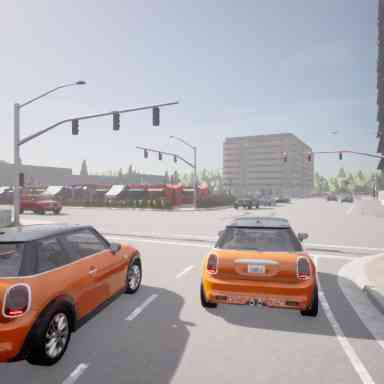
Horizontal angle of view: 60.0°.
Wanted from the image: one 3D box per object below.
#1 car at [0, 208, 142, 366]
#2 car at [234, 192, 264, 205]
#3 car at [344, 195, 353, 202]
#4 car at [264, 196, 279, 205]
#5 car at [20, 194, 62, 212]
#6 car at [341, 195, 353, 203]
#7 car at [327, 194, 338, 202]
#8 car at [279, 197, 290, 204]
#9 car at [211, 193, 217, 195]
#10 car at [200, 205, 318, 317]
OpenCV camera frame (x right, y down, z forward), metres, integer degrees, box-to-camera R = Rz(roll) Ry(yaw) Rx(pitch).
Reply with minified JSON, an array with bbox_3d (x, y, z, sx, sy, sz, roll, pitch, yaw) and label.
[{"bbox_3d":[-2.497,1.352,6.104,2.097,1.767,4.553,0,0,10],"label":"car"},{"bbox_3d":[7.422,1.221,44.553,2.150,2.045,5.566,0,0,27],"label":"car"},{"bbox_3d":[36.651,1.500,77.813,1.837,1.490,4.892,0,0,27],"label":"car"},{"bbox_3d":[12.027,1.352,53.395,2.097,1.767,4.553,0,0,28],"label":"car"},{"bbox_3d":[-16.148,1.277,34.772,5.566,2.045,2.150,0,0,28],"label":"car"},{"bbox_3d":[32.066,1.595,68.988,1.895,1.301,4.718,0,0,27],"label":"car"},{"bbox_3d":[33.514,1.355,79.366,2.097,1.767,4.553,0,0,27],"label":"car"},{"bbox_3d":[17.413,1.601,63.644,1.895,1.301,4.718,0,0,28],"label":"car"},{"bbox_3d":[5.019,1.209,86.950,4.605,1.855,1.932,0,0,28],"label":"car"},{"bbox_3d":[1.618,1.352,7.816,2.097,1.767,4.553,0,0,14],"label":"car"}]
